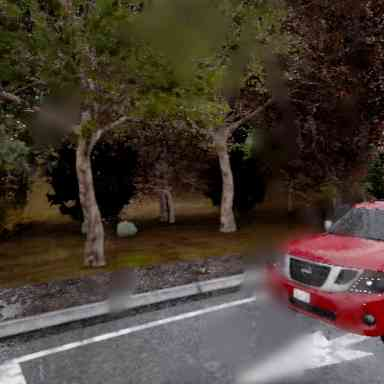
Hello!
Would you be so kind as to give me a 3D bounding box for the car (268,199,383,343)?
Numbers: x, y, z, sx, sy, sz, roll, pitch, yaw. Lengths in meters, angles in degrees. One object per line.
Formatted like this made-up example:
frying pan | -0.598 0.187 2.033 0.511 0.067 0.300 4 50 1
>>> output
car | 4.048 1.168 6.265 5.566 2.045 2.150 0 1 -29
